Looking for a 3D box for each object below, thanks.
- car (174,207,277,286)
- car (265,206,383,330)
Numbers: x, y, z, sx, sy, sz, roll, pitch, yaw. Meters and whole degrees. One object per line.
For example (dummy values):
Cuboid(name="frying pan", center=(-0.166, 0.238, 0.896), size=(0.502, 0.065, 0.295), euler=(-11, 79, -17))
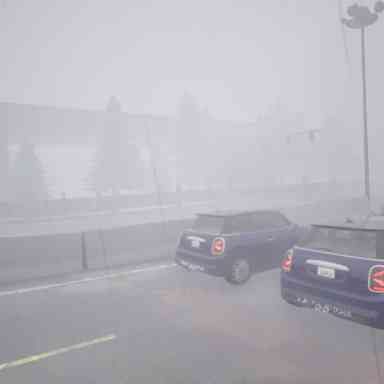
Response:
Cuboid(name="car", center=(1.802, 1.232, 9.398), size=(4.553, 1.767, 2.097), euler=(-2, 1, -36))
Cuboid(name="car", center=(3.847, 1.232, 6.554), size=(4.553, 1.767, 2.097), euler=(-2, 1, -36))
